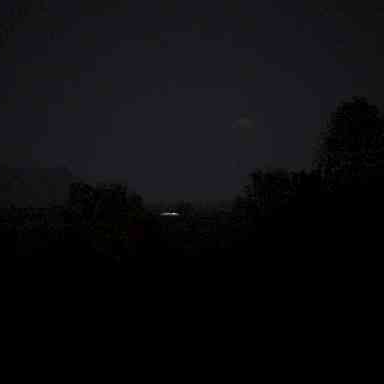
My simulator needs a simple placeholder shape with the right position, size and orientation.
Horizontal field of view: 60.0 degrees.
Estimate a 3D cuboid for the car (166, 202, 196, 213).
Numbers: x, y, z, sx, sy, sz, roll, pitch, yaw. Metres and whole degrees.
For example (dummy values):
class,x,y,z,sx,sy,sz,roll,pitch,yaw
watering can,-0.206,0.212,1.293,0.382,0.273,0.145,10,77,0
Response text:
class,x,y,z,sx,sy,sz,roll,pitch,yaw
car,-1.348,1.890,41.724,1.994,1.385,4.181,0,0,37
